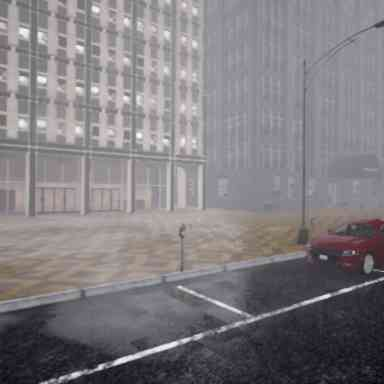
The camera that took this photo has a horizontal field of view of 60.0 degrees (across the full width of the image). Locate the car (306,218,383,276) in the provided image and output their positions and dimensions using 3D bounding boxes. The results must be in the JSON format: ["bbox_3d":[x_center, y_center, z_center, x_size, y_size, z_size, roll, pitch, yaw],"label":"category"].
[{"bbox_3d":[5.440,1.547,10.430,4.507,1.381,1.887,0,1,-36],"label":"car"}]
